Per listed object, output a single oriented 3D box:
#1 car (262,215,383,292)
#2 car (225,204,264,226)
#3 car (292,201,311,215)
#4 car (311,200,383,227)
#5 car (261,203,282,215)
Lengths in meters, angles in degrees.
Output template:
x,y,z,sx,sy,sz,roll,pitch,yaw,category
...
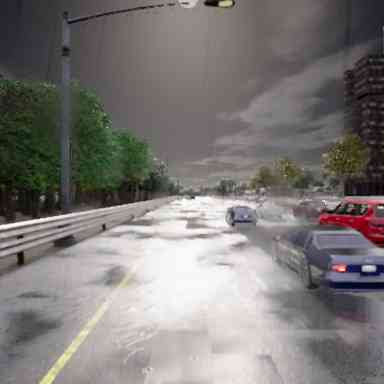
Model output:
x,y,z,sx,sy,sz,roll,pitch,yaw,category
3.598,1.618,9.248,2.033,1.411,5.357,0,0,0,car
3.604,1.713,24.858,2.033,1.411,5.357,0,0,0,car
10.605,1.544,29.893,2.097,1.767,4.553,0,0,0,car
7.103,1.322,13.729,2.150,2.045,5.566,0,0,0,car
7.107,1.724,31.253,1.812,1.442,4.674,0,0,0,car
